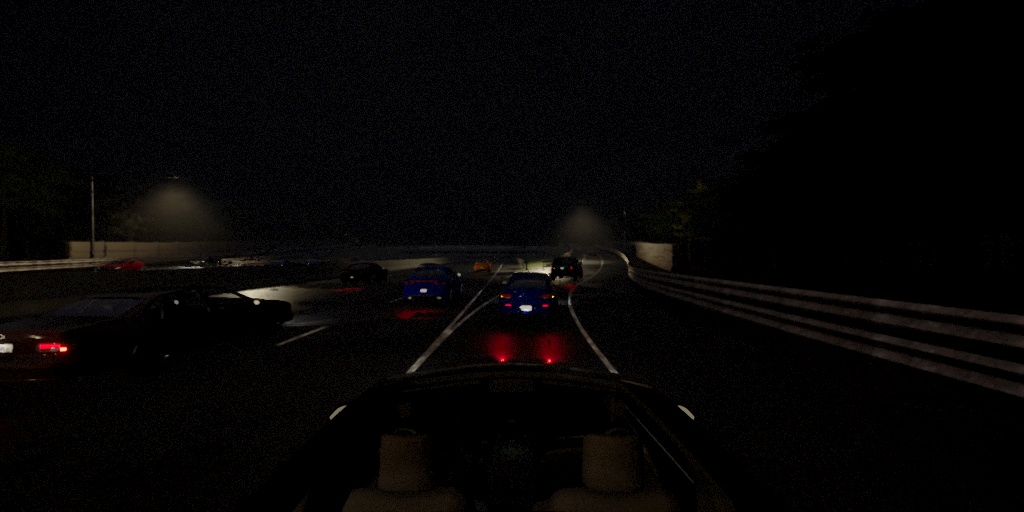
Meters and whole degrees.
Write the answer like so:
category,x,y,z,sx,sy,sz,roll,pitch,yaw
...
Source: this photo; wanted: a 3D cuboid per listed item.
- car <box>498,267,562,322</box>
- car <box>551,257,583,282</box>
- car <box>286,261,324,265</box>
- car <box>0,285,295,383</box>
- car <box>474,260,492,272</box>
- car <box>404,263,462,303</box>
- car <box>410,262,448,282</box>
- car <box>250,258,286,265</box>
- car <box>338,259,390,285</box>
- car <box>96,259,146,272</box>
category,x,y,z,sx,sy,sz,roll,pitch,yaw
car,0.619,1.278,12.212,1.812,1.442,4.674,0,0,5
car,4.861,1.089,31.381,2.150,2.045,5.566,0,0,18
car,-21.163,1.235,37.883,1.882,1.535,5.008,0,0,0
car,-6.900,1.298,7.374,2.033,1.411,5.357,0,0,0
car,-3.612,1.236,45.137,1.882,1.535,5.008,0,0,0
car,-3.505,1.232,16.670,1.882,1.535,5.008,0,0,0
car,-6.936,1.305,30.492,2.033,1.411,5.357,0,0,0
car,-24.661,1.235,37.827,1.882,1.535,5.008,0,0,0
car,-10.423,1.233,25.825,1.882,1.535,5.008,0,0,0
car,-38.508,1.078,35.516,1.812,1.442,4.674,0,1,-20
